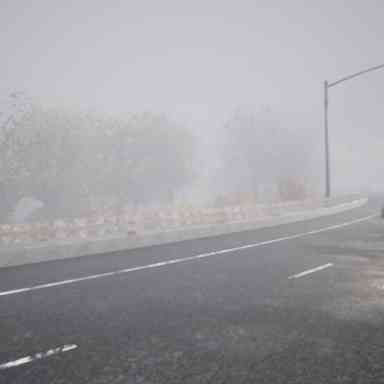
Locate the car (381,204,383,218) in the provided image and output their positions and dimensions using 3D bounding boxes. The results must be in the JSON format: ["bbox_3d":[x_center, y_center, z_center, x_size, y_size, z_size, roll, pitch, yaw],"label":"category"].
[{"bbox_3d":[13.863,0.914,21.970,1.812,1.442,4.674,0,1,40],"label":"car"}]
